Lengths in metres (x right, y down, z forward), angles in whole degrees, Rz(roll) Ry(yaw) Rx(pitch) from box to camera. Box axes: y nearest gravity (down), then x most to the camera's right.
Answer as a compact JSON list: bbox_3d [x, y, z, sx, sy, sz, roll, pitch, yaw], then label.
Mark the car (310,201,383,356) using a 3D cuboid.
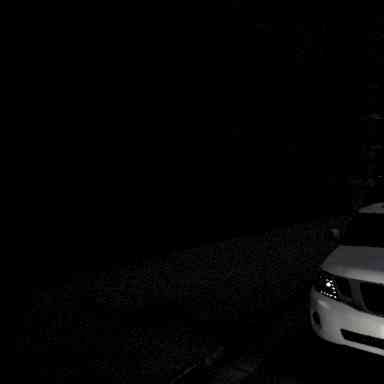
[{"bbox_3d":[3.894,1.221,5.889,2.150,2.045,5.566,0,0,36],"label":"car"}]
